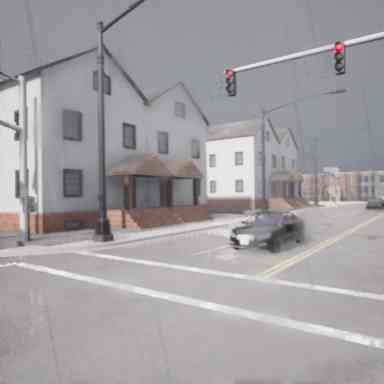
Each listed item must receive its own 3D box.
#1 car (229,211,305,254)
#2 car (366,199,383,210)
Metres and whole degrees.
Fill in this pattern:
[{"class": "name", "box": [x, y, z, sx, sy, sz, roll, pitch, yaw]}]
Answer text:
[{"class": "car", "box": [3.321, 1.583, 14.152, 2.128, 1.511, 4.902, -1, -1, 35]}, {"class": "car", "box": [23.815, 1.549, 43.029, 2.033, 1.411, 5.357, -1, -1, 36]}]
